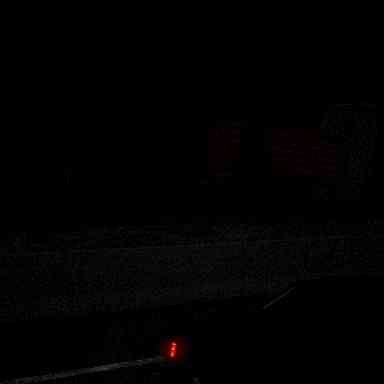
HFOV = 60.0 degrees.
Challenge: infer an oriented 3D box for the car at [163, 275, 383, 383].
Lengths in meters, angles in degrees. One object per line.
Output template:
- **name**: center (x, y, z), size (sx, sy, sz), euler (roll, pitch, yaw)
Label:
- **car**: center (2.202, 1.604, 3.386), size (4.718, 1.301, 1.895), euler (0, 0, -18)
